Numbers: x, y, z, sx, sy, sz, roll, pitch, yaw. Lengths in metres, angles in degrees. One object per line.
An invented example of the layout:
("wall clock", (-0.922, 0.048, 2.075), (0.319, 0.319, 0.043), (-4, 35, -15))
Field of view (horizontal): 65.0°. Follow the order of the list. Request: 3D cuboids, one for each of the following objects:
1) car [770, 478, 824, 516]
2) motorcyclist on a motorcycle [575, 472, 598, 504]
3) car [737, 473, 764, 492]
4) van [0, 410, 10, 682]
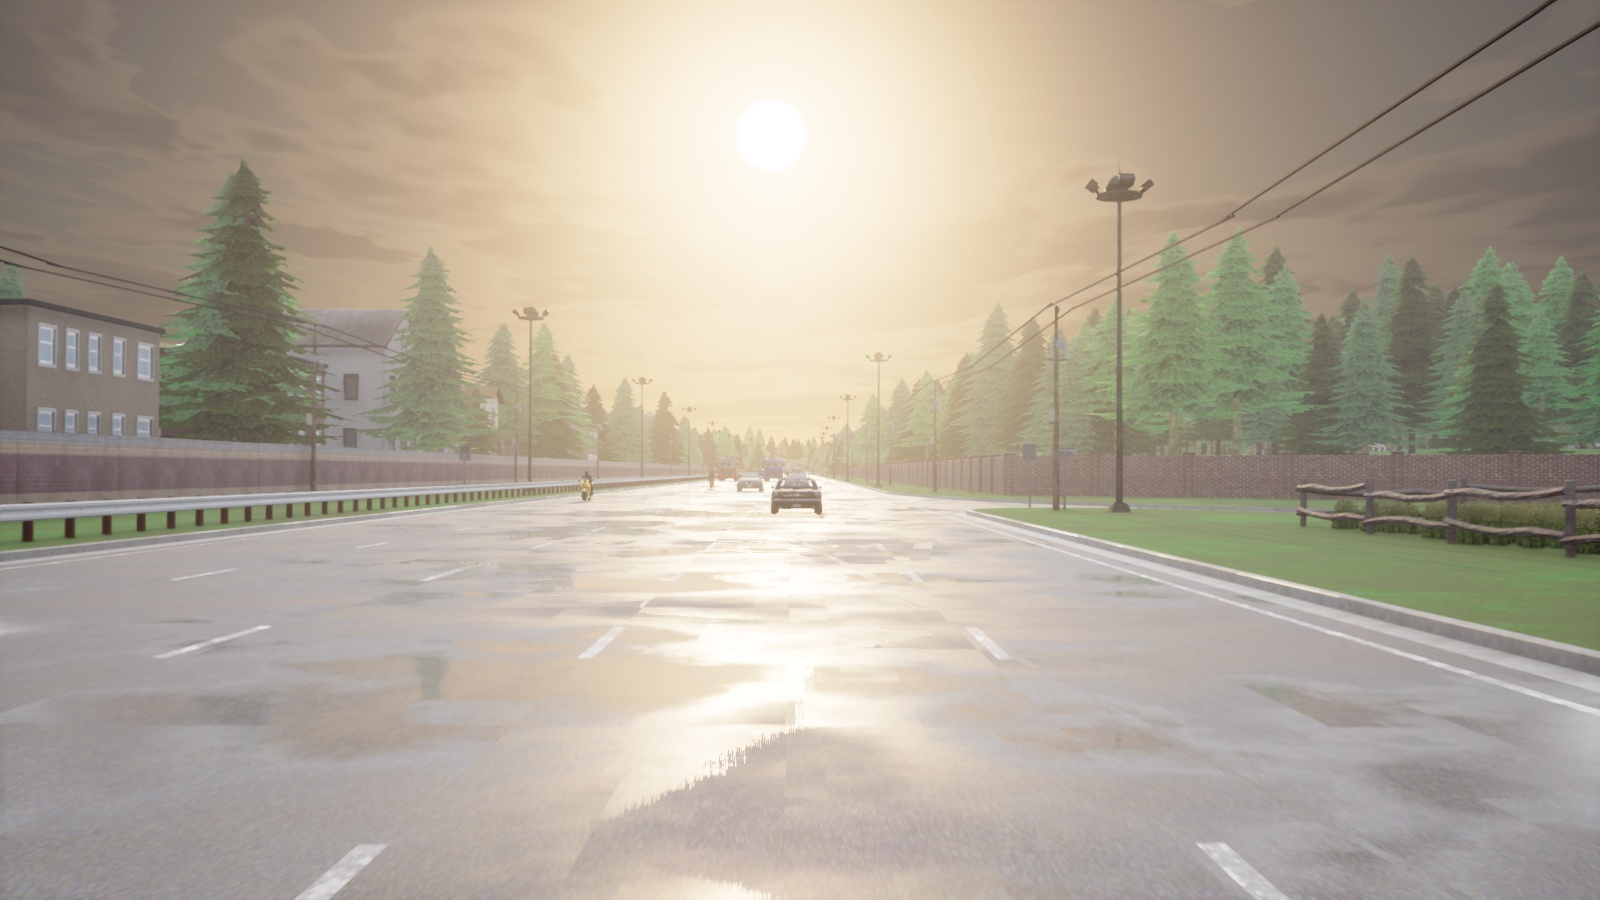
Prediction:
("car", (-0.111, 1.690, 46.283), (1.895, 1.301, 4.718), (0, -1, 0))
("motorcyclist on a motorcycle", (-10.651, 1.890, 62.812), (0.797, 1.523, 2.044), (0, -1, 0))
("car", (-3.728, 2.444, 94.901), (1.812, 1.442, 4.674), (0, -1, 0))
("van", (-7.019, 0.688, 7.271), (2.069, 2.038, 4.480), (0, -1, 0))
